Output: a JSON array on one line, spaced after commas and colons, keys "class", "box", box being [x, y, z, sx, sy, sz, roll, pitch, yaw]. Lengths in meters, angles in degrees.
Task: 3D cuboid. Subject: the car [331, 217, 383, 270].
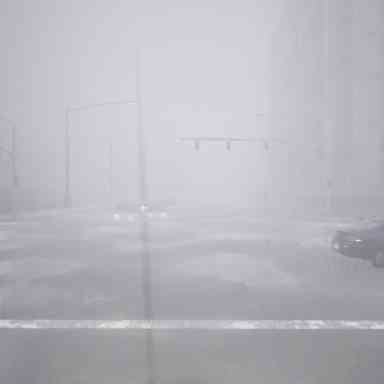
[{"class": "car", "box": [6.833, 1.528, 10.425, 4.674, 1.442, 1.812, 0, 0, 0]}]

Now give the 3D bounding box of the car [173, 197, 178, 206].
[{"class": "car", "box": [-3.449, 1.545, 55.185, 1.994, 1.385, 4.181, 0, 0, 1]}]

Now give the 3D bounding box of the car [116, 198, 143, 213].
[{"class": "car", "box": [-7.237, 1.465, 37.590, 1.882, 1.535, 5.008, 0, 0, 1]}]

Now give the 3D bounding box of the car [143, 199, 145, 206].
[{"class": "car", "box": [-6.964, 1.583, 54.485, 1.895, 1.301, 4.718, 0, 0, 1]}]

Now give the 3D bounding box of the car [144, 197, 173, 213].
[{"class": "car", "box": [-3.734, 1.534, 37.866, 2.033, 1.411, 5.357, 0, 0, 1]}]
